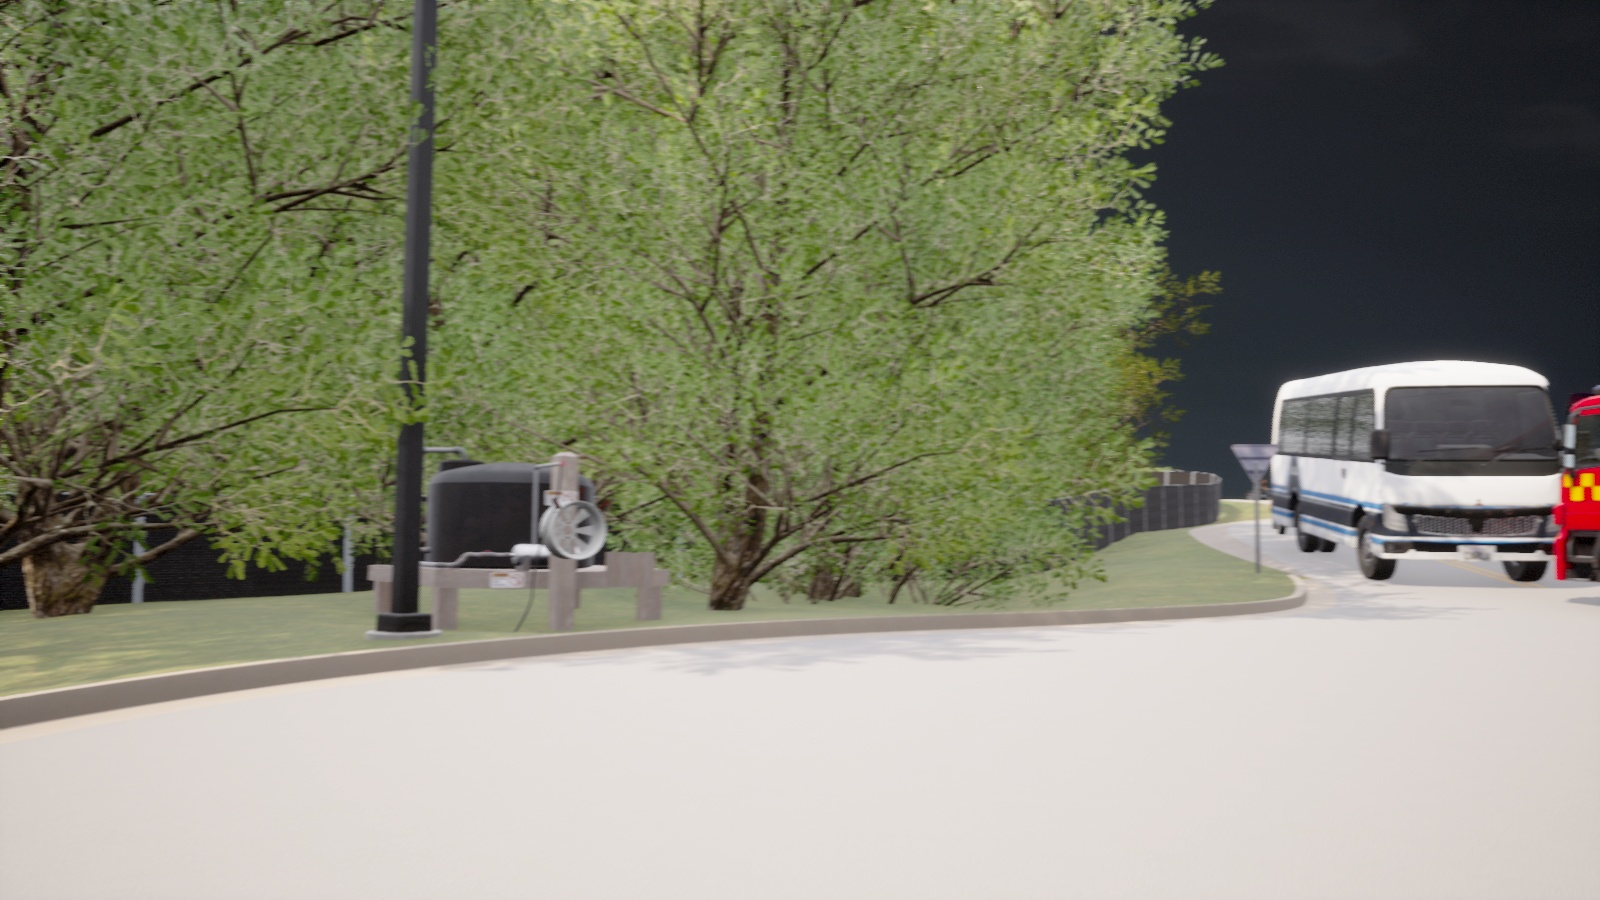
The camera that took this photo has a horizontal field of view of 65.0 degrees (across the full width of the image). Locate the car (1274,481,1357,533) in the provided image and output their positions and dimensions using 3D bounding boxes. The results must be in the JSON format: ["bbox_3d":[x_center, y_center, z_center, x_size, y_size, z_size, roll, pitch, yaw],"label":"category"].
[{"bbox_3d":[14.967,1.611,36.688,1.895,1.301,4.718,-1,0,18],"label":"car"}]

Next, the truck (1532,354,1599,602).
[{"bbox_3d":[14.218,0.295,16.778,2.891,3.827,8.468,0,-3,-9],"label":"truck"}]

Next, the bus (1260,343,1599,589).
[{"bbox_3d":[12.997,0.227,27.065,3.944,4.253,10.273,-1,1,10],"label":"bus"}]

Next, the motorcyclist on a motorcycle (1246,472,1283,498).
[{"bbox_3d":[30.208,2.280,81.645,0.766,1.649,2.350,3,-3,-25],"label":"motorcyclist on a motorcycle"}]
